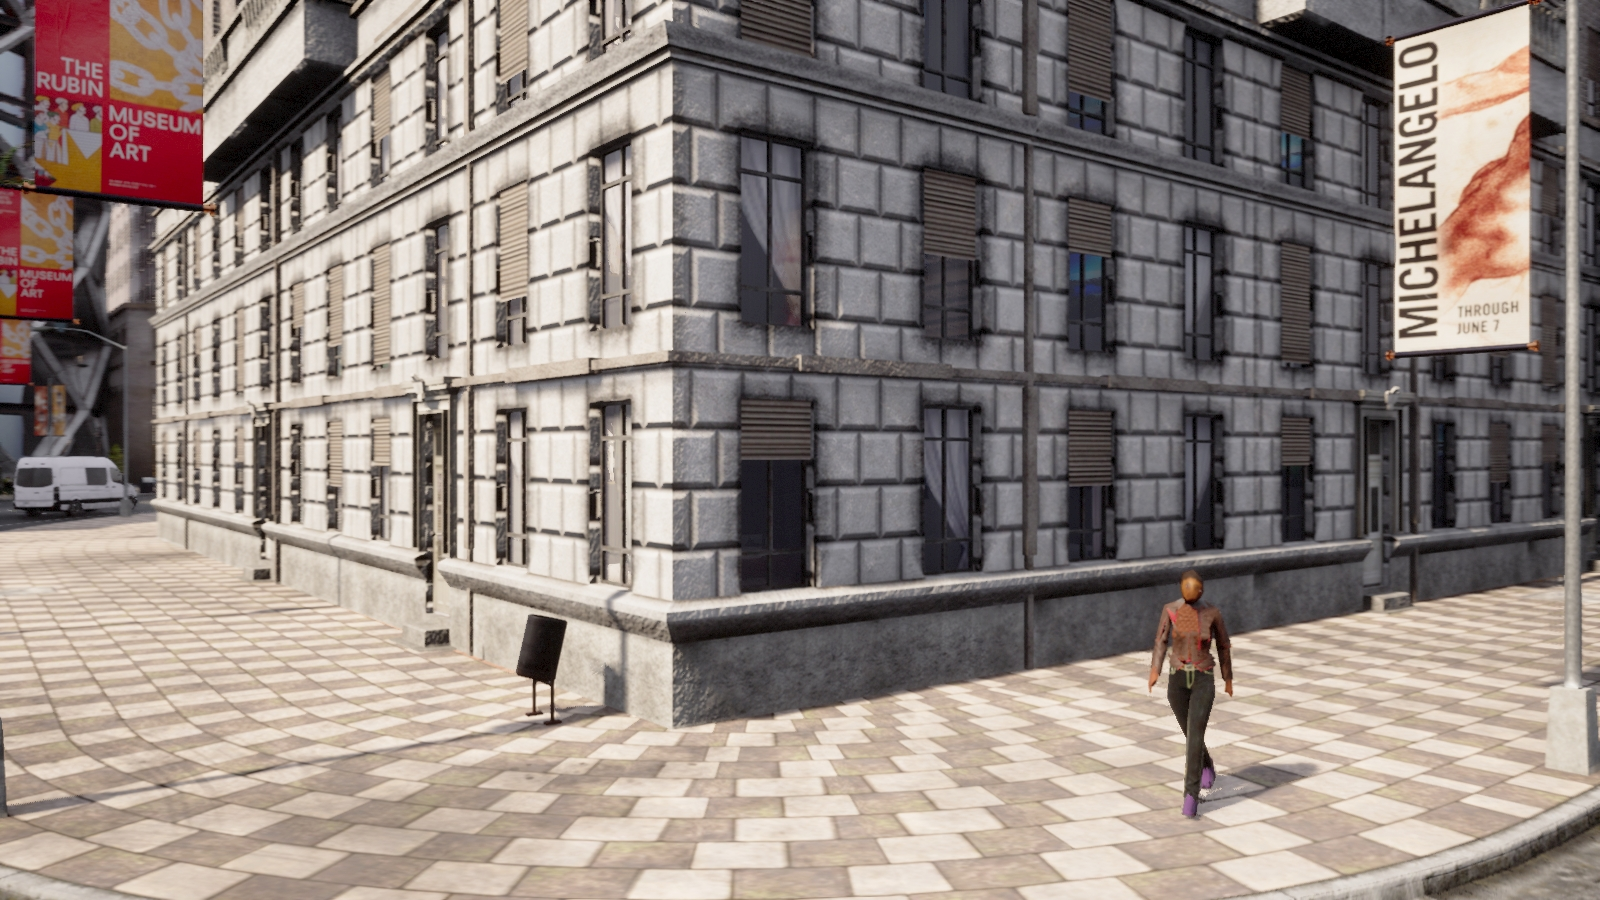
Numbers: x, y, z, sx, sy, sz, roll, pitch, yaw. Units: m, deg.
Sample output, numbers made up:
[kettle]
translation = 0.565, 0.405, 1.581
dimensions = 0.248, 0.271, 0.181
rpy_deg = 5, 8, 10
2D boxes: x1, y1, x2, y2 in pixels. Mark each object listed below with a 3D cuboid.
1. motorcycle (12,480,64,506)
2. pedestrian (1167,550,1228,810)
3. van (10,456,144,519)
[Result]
[motorcycle]
translation = -40.308, 2.268, 60.473
dimensions = 0.867, 1.251, 2.209
rpy_deg = 0, 0, 19
[pedestrian]
translation = 2.995, 1.703, 8.607
dimensions = 0.375, 1.860, 0.375
rpy_deg = 0, 0, 29
[van]
translation = -31.764, 1.586, 50.465
dimensions = 1.988, 2.561, 5.915
rpy_deg = -1, 0, 3
